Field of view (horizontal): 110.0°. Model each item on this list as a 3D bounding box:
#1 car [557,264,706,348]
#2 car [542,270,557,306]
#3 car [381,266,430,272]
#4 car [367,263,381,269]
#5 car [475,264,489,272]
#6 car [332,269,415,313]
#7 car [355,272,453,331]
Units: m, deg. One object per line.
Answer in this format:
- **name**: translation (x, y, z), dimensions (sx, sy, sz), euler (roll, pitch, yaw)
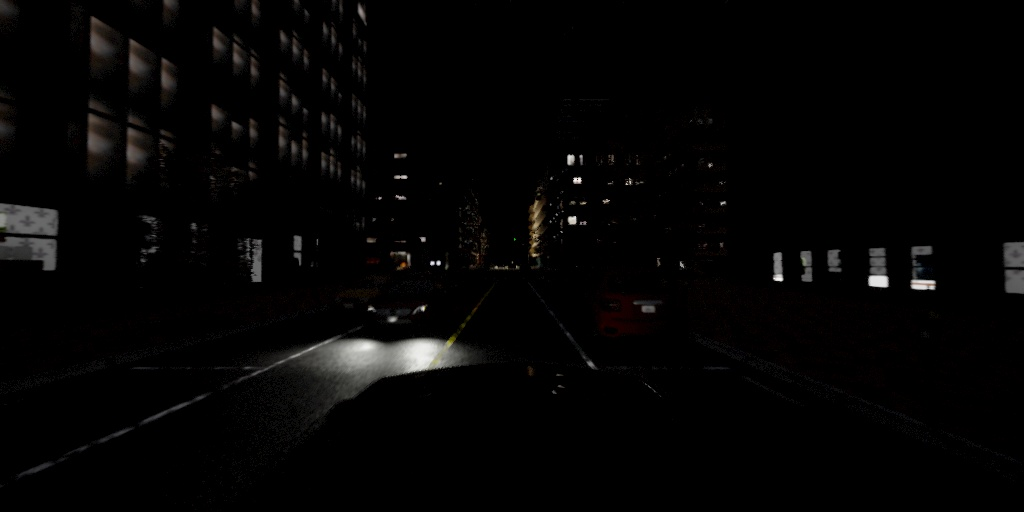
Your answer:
- **car**: translation (2.695, 1.167, 9.476), dimensions (2.192, 1.841, 5.009), euler (0, 0, 0)
- **car**: translation (2.696, 1.240, 15.035), dimensions (2.192, 1.841, 5.009), euler (0, 0, 0)
- **car**: translation (-5.681, 1.438, 20.599), dimensions (1.967, 1.591, 4.097), euler (0, 0, 0)
- **car**: translation (-17.246, 1.579, 44.988), dimensions (4.507, 1.381, 1.888), euler (0, 0, 0)
- **car**: translation (-5.665, 2.099, 63.951), dimensions (1.751, 1.417, 4.829), euler (0, 0, 0)
- **car**: translation (-5.684, 1.451, 14.870), dimensions (1.751, 1.417, 4.829), euler (0, 0, 0)
- **car**: translation (-3.096, 1.406, 11.619), dimensions (1.812, 1.442, 4.674), euler (0, -1, 0)
